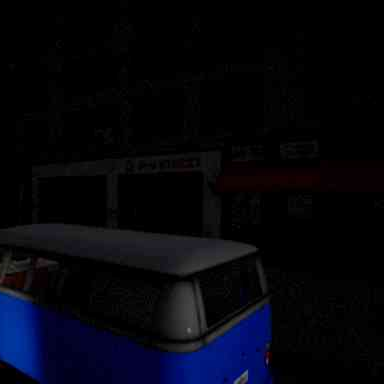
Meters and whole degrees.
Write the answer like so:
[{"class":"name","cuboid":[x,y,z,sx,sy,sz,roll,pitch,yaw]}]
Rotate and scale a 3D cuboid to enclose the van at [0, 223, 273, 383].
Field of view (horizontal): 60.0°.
[{"class":"van","cuboid":[-1.093,1.335,3.860,3.998,1.788,1.690,0,0,36]}]
